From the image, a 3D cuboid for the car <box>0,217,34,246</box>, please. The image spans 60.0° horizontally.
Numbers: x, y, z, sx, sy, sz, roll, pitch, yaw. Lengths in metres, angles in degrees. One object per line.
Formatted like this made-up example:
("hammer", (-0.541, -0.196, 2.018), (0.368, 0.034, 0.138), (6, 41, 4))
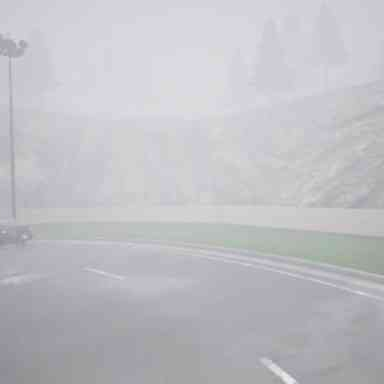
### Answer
("car", (-9.472, 1.834, 14.988), (4.674, 1.442, 1.812), (-2, -1, 14))
